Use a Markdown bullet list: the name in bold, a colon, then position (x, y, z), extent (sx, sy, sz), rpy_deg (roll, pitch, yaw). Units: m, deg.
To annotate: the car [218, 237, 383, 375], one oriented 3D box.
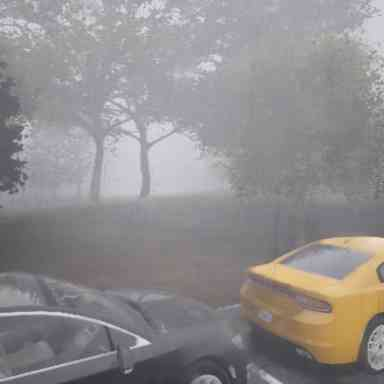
- **car**: position (3.174, 1.510, 5.619), extent (5.008, 1.535, 2.097), rpy_deg (0, 0, -28)
